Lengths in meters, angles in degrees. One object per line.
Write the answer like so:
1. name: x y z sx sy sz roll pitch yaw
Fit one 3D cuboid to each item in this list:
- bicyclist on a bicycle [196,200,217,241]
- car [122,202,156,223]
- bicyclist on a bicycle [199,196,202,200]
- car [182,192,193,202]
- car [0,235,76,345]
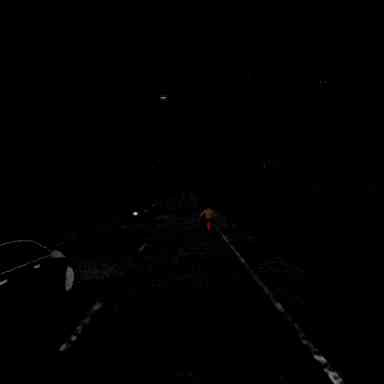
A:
1. bicyclist on a bicycle: 0.729 1.327 14.941 0.866 1.612 1.509 0 0 -1
2. car: -3.751 1.388 23.863 1.994 1.385 4.181 0 0 -1
3. bicyclist on a bicycle: 0.615 1.195 24.099 0.659 1.776 1.843 0 1 -1
4. car: -0.790 1.131 59.409 1.994 1.385 4.181 0 0 -1
5. car: -3.466 1.463 5.504 1.837 1.490 4.892 0 0 -1
